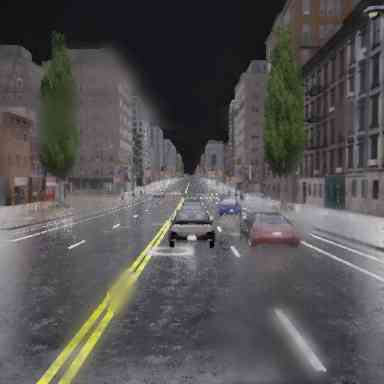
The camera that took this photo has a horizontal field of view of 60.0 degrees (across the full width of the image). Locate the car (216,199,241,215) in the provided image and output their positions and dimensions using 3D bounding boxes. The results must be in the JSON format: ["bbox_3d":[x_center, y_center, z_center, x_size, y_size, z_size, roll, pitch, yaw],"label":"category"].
[{"bbox_3d":[3.251,1.330,29.657,1.882,1.535,5.008,0,1,0],"label":"car"}]

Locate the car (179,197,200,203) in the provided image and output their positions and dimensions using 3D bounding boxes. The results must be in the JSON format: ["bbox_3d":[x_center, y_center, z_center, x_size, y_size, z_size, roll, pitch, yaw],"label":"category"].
[{"bbox_3d":[0.001,1.408,29.658,2.033,1.411,5.357,0,1,0],"label":"car"}]

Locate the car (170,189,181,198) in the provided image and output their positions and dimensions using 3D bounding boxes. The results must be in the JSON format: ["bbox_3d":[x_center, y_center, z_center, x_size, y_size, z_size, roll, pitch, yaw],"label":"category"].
[{"bbox_3d":[-3.249,0.300,66.624,2.097,1.767,4.553,0,2,0],"label":"car"}]

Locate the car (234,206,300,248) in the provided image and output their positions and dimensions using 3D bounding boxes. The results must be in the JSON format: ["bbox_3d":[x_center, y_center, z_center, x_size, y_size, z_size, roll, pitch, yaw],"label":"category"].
[{"bbox_3d":[3.250,1.551,14.659,1.994,1.385,4.181,0,0,0],"label":"car"}]

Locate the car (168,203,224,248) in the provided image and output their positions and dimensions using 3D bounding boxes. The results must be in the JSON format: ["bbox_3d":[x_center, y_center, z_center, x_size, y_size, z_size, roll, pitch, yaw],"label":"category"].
[{"bbox_3d":[0.000,1.473,14.657,2.128,1.511,4.902,0,0,0],"label":"car"}]

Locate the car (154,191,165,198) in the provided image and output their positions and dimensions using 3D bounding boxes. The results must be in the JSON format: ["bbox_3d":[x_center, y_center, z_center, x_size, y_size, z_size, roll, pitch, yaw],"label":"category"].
[{"bbox_3d":[-6.499,0.497,66.601,1.994,1.385,4.181,0,2,0],"label":"car"}]
